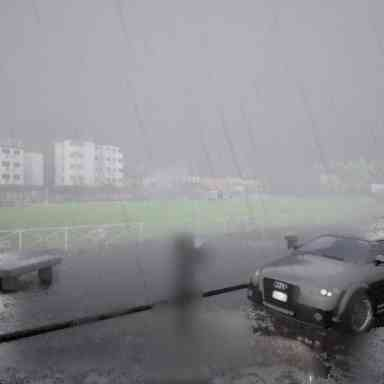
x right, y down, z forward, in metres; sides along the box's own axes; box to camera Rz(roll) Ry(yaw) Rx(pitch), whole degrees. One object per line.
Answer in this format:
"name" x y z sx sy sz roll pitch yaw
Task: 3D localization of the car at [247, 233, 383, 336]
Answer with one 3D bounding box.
"car" 3.116 1.561 6.702 4.181 1.385 1.994 0 0 -34
